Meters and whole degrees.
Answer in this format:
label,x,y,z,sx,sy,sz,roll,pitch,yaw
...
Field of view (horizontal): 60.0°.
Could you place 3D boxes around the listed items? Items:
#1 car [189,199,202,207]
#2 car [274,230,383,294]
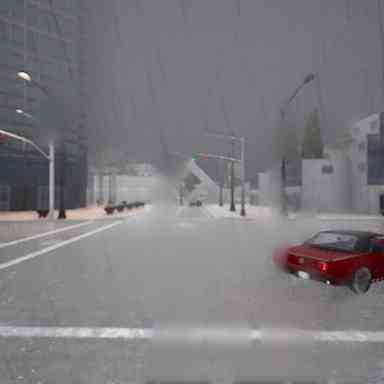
label,x,y,z,sx,sy,sz,roll,pitch,yaw
car,0.702,2.105,64.332,2.033,1.411,5.357,0,-1,12
car,4.593,1.680,8.934,4.718,1.301,1.895,0,-1,-29
